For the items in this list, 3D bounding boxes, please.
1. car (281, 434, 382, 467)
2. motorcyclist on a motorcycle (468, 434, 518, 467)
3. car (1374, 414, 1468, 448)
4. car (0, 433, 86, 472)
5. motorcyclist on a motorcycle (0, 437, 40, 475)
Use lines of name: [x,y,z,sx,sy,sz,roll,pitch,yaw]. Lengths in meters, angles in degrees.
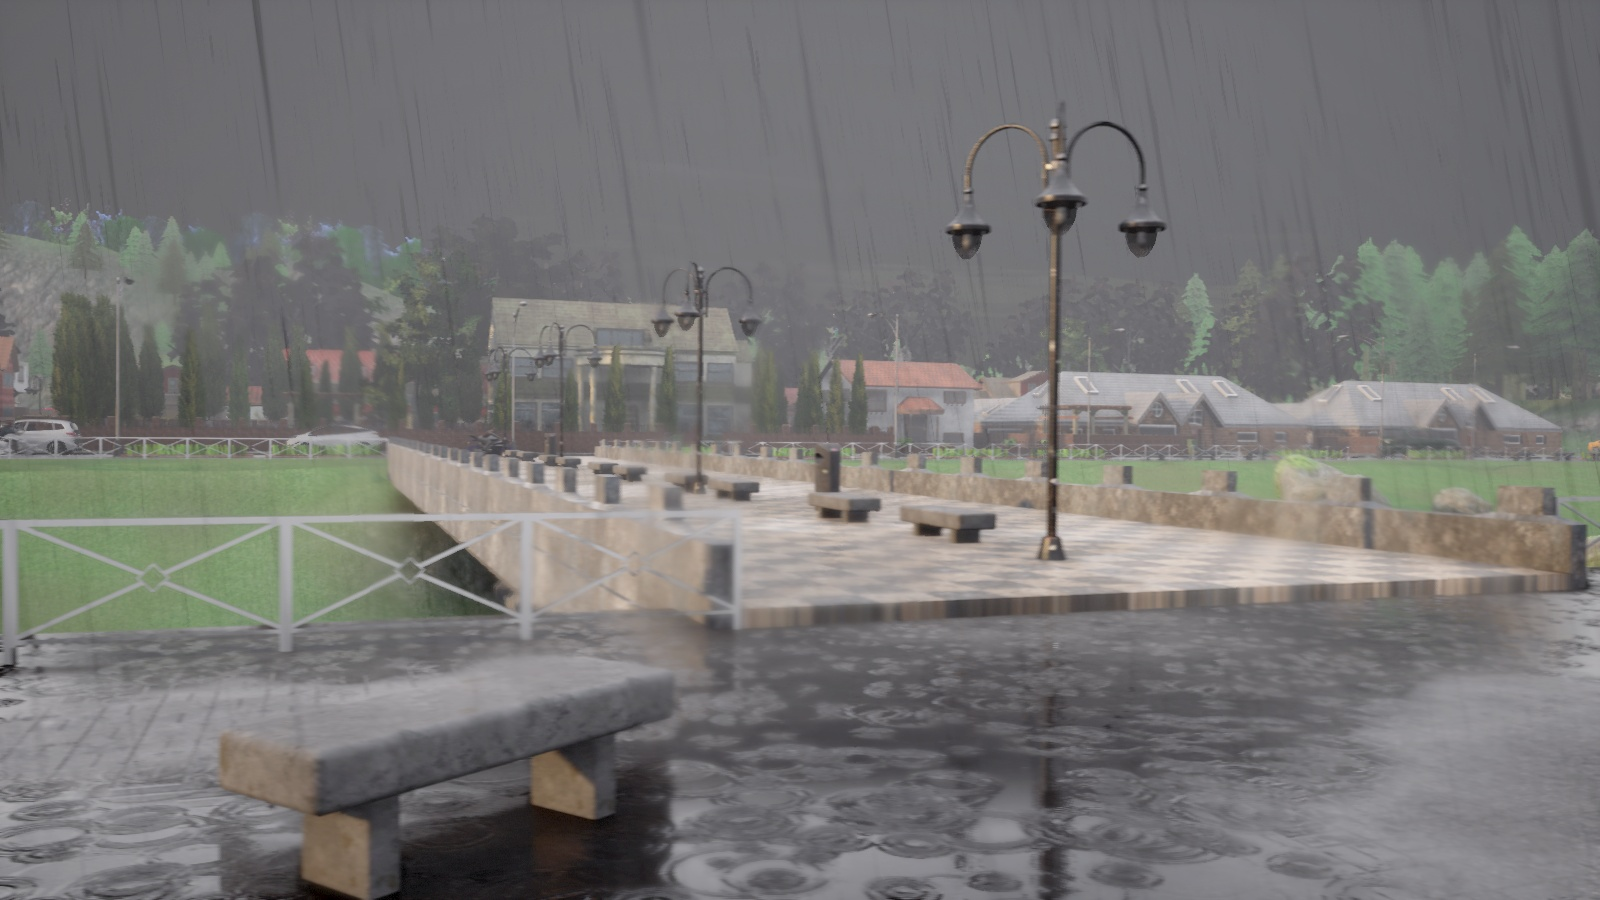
car: [-22.760,-0.003,61.108,4.514,1.525,2.007,-1,1,-21]
motorcyclist on a motorcycle: [-14.633,0.016,59.914,2.191,1.530,0.866,-1,1,-21]
car: [39.848,-1.225,80.581,5.566,2.045,2.150,-1,1,-21]
car: [-34.936,0.101,56.487,4.611,1.667,2.242,-1,1,-21]
motorcyclist on a motorcycle: [-33.142,0.249,52.891,1.817,1.590,0.866,-1,1,-21]
